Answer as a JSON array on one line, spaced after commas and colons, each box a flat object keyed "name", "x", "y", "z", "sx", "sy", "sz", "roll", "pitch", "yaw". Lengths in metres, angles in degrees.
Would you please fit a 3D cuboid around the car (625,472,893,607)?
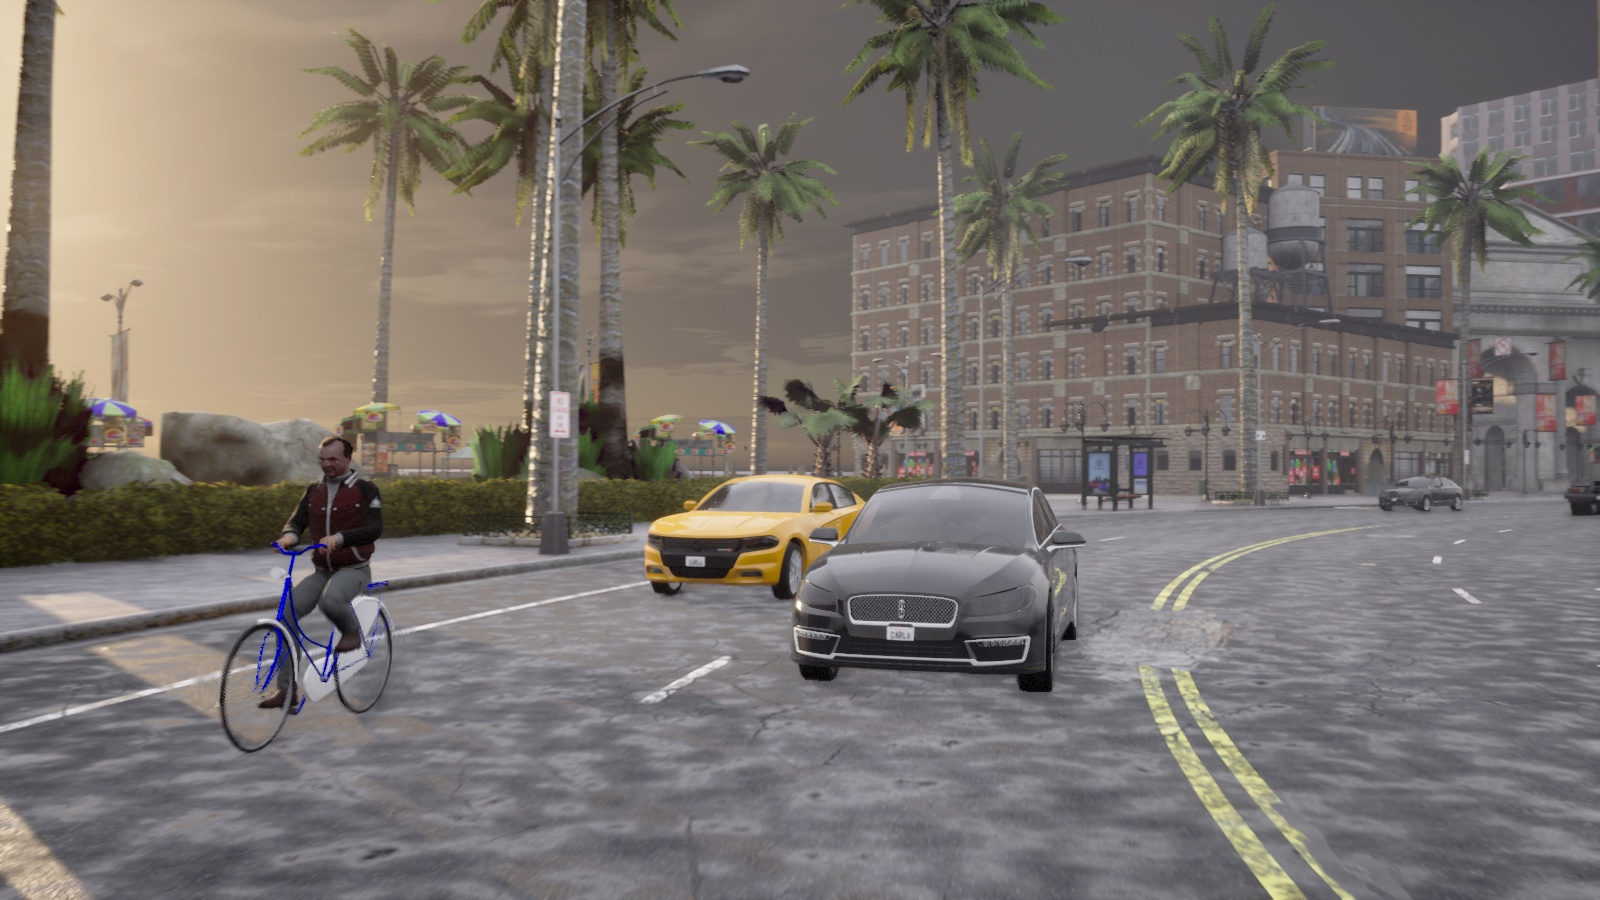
[{"name": "car", "x": -0.340, "y": 1.080, "z": 17.091, "sx": 1.882, "sy": 1.535, "sz": 5.008, "roll": -1, "pitch": -1, "yaw": 20}]

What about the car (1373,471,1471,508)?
[{"name": "car", "x": 26.484, "y": 1.634, "z": 53.403, "sx": 4.892, "sy": 1.490, "sz": 1.837, "roll": 1, "pitch": -1, "yaw": -39}]

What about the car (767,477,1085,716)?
[{"name": "car", "x": 1.329, "y": 0.993, "z": 10.620, "sx": 1.837, "sy": 1.490, "sz": 4.892, "roll": -1, "pitch": -1, "yaw": 16}]

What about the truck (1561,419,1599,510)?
[{"name": "truck", "x": 33.626, "y": 0.572, "z": 50.199, "sx": 7.936, "sy": 3.462, "sz": 2.891, "roll": 1, "pitch": -1, "yaw": -39}]

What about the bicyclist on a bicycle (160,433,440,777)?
[{"name": "bicyclist on a bicycle", "x": -2.877, "y": 0.819, "z": 7.471, "sx": 0.659, "sy": 1.776, "sz": 1.843, "roll": 0, "pitch": -1, "yaw": 10}]
